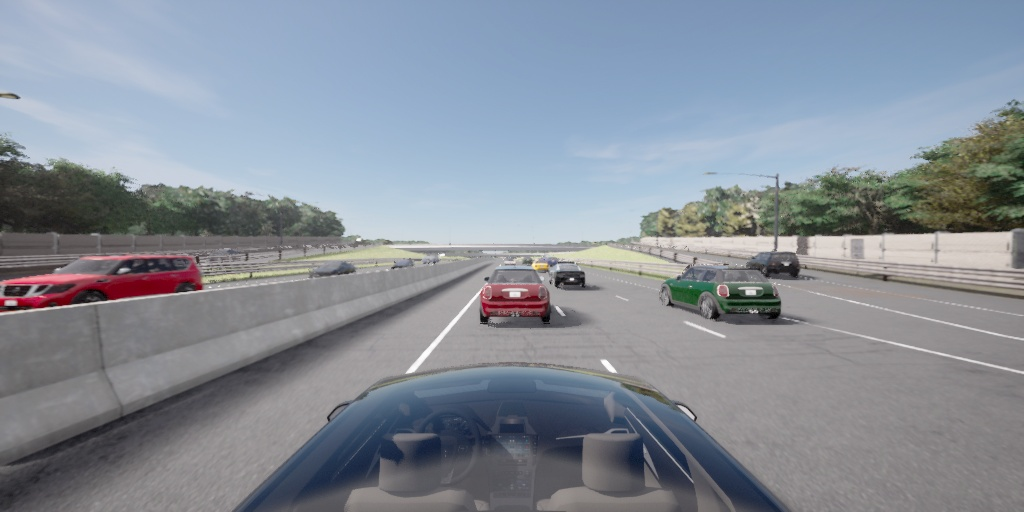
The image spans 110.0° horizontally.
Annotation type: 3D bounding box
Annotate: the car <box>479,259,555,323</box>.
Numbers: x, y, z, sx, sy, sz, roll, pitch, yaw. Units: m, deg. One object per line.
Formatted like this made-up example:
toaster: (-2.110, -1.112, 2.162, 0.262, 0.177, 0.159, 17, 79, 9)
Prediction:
car: (0.083, 1.104, 12.242, 2.097, 1.767, 4.553, 0, 0, 0)

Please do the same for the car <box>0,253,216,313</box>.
car: (-14.117, 0.973, 12.862, 2.150, 2.045, 5.566, 0, 0, 0)

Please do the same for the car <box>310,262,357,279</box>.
car: (-14.180, 1.211, 28.737, 1.882, 1.535, 5.008, 0, 0, 0)

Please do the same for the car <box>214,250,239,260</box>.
car: (-37.951, -0.063, 47.204, 1.837, 1.490, 4.892, 0, 3, -14)

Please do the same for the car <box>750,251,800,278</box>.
car: (21.342, 0.621, 29.446, 2.150, 2.045, 5.566, 0, 2, 17)

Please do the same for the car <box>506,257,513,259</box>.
car: (-0.355, 1.147, 59.887, 1.895, 1.301, 4.718, 0, 0, -1)

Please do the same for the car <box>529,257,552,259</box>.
car: (3.407, 1.092, 43.911, 1.801, 1.575, 5.366, 0, 0, 0)

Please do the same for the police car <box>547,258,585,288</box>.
police car: (3.542, 1.176, 23.857, 1.930, 1.638, 5.238, 0, 0, 0)

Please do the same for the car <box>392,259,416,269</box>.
car: (-14.302, 1.153, 47.830, 2.033, 1.411, 5.357, 0, 0, 0)

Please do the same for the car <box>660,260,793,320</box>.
car: (7.082, 1.104, 12.762, 2.097, 1.767, 4.553, 0, 0, 0)
